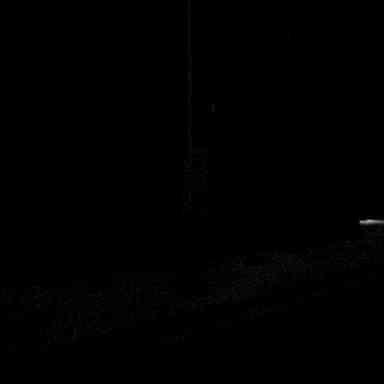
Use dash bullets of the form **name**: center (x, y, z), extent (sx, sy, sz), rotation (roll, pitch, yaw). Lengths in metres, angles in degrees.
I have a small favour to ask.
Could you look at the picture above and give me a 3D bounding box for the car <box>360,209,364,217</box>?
- **car**: center (11.182, 1.384, 26.174), extent (1.994, 1.385, 4.181), rotation (0, 1, -36)
